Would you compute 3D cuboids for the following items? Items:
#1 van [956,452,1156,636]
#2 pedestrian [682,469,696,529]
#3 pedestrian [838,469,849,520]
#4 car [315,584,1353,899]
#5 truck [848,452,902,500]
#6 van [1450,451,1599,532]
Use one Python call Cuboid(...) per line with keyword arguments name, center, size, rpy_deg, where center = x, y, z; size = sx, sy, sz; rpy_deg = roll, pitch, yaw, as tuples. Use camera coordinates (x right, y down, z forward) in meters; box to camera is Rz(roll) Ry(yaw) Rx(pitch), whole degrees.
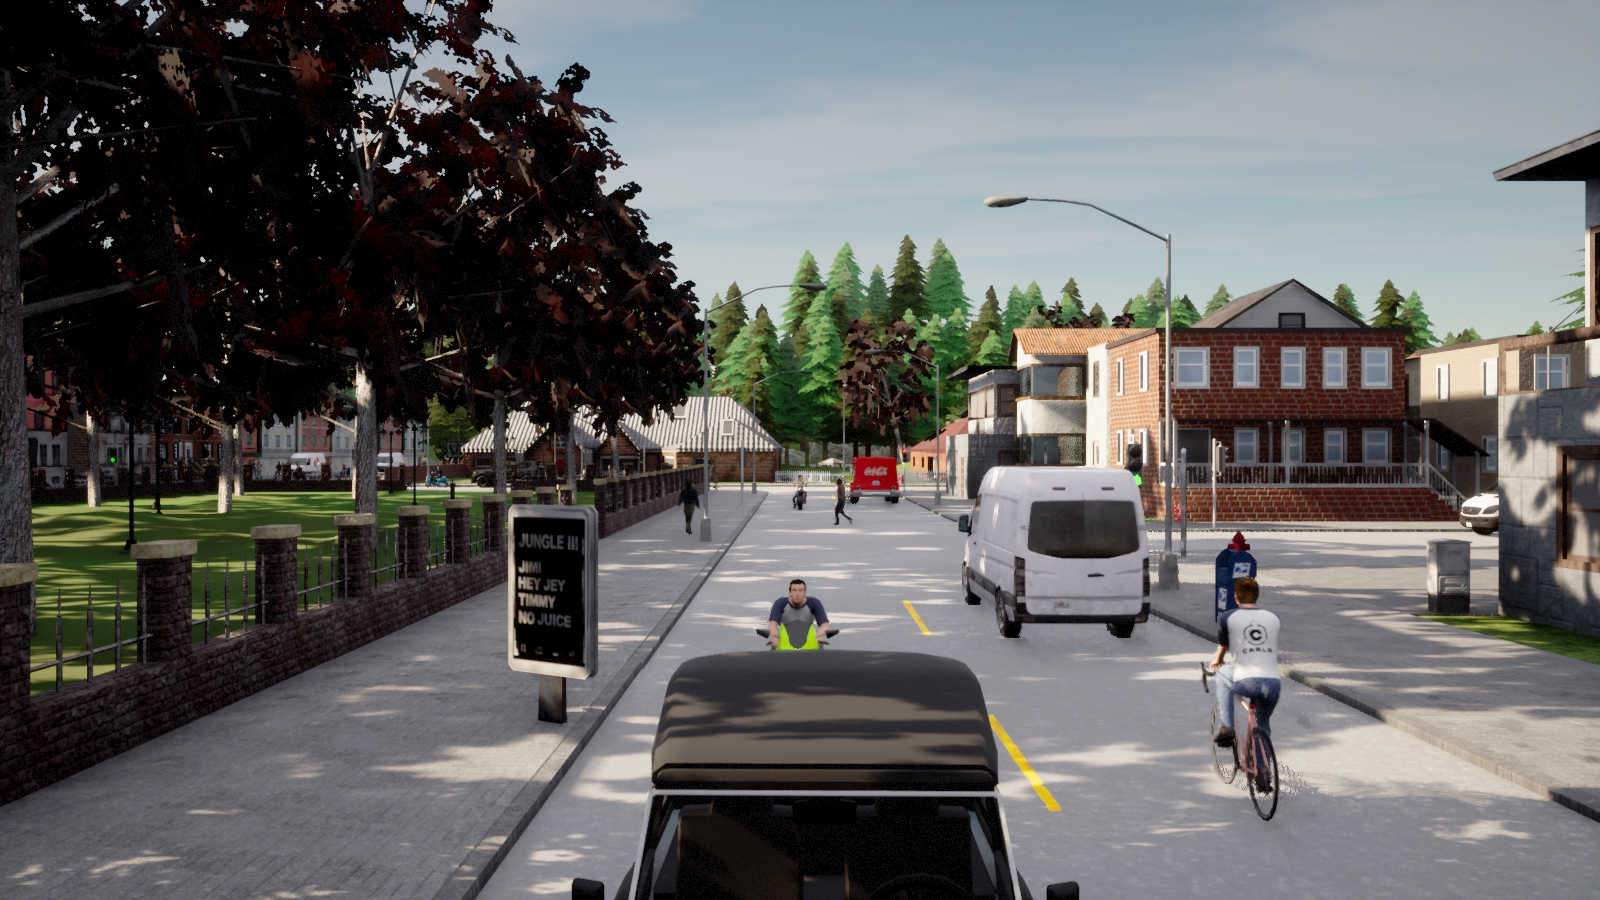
Cuboid(name="van", center=(3.994, 1.323, 18.993), size=(1.988, 2.561, 5.915), rpy_deg=(0, 0, 0))
Cuboid(name="pedestrian", center=(-3.487, 1.539, 35.927), size=(0.375, 1.860, 0.375), rpy_deg=(0, 0, 8))
Cuboid(name="pedestrian", center=(1.599, 1.645, 42.034), size=(0.375, 1.860, 0.375), rpy_deg=(0, 0, 3))
Cuboid(name="car", center=(0.090, 1.639, 4.031), size=(1.905, 1.878, 3.866), rpy_deg=(0, 0, 1))
Cuboid(name="truck", center=(3.969, 1.372, 61.570), size=(2.627, 2.467, 5.204), rpy_deg=(0, 0, 1))
Cuboid(name="van", center=(24.712, 1.329, 37.232), size=(5.915, 2.561, 1.988), rpy_deg=(0, 0, 0))
